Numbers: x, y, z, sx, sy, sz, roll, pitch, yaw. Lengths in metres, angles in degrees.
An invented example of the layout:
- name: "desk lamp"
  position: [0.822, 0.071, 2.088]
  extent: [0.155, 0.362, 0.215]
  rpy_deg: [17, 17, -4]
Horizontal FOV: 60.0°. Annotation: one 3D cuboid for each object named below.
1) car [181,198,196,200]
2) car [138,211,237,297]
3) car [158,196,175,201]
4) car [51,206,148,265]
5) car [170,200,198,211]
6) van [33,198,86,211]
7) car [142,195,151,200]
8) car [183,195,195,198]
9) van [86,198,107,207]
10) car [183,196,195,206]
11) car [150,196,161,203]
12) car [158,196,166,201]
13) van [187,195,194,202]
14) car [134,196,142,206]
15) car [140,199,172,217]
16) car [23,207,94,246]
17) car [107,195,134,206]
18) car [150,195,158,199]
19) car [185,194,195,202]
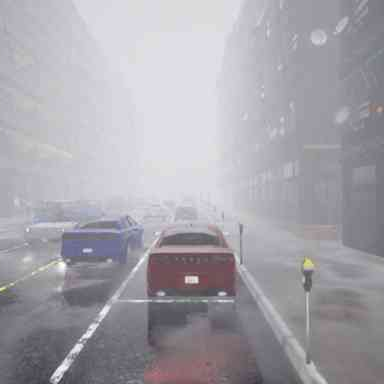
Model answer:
- name: "car"
  position: [-0.438, 1.582, 31.754]
  extent: [1.887, 1.381, 4.507]
  rpy_deg: [1, 0, 0]
- name: "car"
  position: [-0.006, 1.482, 8.653]
  extent: [1.882, 1.535, 5.008]
  rpy_deg: [0, 0, 0]
- name: "car"
  position: [-2.925, 1.541, 42.767]
  extent: [1.882, 1.535, 5.008]
  rpy_deg: [0, 0, 0]
- name: "car"
  position: [-2.921, 1.485, 11.778]
  extent: [1.882, 1.535, 5.008]
  rpy_deg: [0, 0, 0]
- name: "car"
  position: [-0.438, 1.572, 26.224]
  extent: [1.887, 1.381, 4.507]
  rpy_deg: [1, 0, 0]
- name: "van"
  position: [-8.312, 1.359, 20.753]
  extent: [1.690, 1.788, 3.998]
  rpy_deg: [2, 0, 0]
- name: "car"
  position: [-8.321, 1.660, 53.938]
  extent: [1.947, 1.339, 4.313]
  rpy_deg: [1, 0, 0]
- name: "car"
  position: [-0.429, 1.490, 37.286]
  extent: [1.967, 1.590, 4.097]
  rpy_deg: [1, 0, 0]
- name: "van"
  position: [-8.313, 1.368, 26.285]
  extent: [1.690, 1.788, 3.998]
  rpy_deg: [1, 0, 0]
- name: "car"
  position: [-0.473, 1.553, 59.411]
  extent: [1.967, 1.590, 4.097]
  rpy_deg: [1, 0, 0]
- name: "car"
  position: [-8.323, 1.725, 76.059]
  extent: [1.887, 1.381, 4.507]
  rpy_deg: [1, 0, 0]
- name: "car"
  position: [-8.326, 1.847, 92.652]
  extent: [1.802, 1.307, 4.206]
  rpy_deg: [1, 0, 0]
- name: "van"
  position: [-0.474, 1.575, 87.068]
  extent: [1.690, 1.788, 3.998]
  rpy_deg: [1, 0, 0]
- name: "car"
  position: [-8.314, 1.379, 42.876]
  extent: [2.192, 1.841, 5.009]
  rpy_deg: [1, 0, 0]
- name: "car"
  position: [-3.022, 1.556, 28.565]
  extent: [1.812, 1.442, 4.674]
  rpy_deg: [0, 0, 0]
- name: "car"
  position: [-5.871, 1.612, 15.460]
  extent: [1.895, 1.301, 4.718]
  rpy_deg: [0, 0, 0]
- name: "car"
  position: [-8.314, 1.365, 37.346]
  extent: [2.192, 1.841, 5.009]
  rpy_deg: [1, 0, 0]
- name: "car"
  position: [-8.317, 1.471, 70.528]
  extent: [2.192, 1.841, 5.009]
  rpy_deg: [1, 0, 0]
- name: "car"
  position: [-0.472, 1.521, 81.536]
  extent: [2.192, 1.841, 5.009]
  rpy_deg: [1, 0, 0]
